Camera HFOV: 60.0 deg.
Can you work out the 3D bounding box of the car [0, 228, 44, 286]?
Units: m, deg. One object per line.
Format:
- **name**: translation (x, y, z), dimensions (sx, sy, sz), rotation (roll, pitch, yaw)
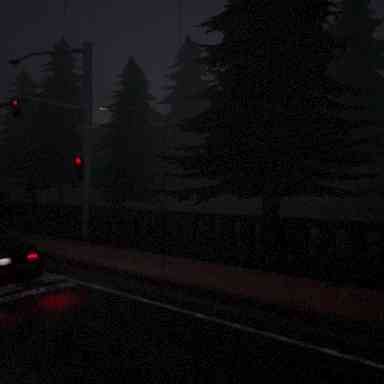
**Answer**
- **car**: translation (-5.801, 1.406, 8.114), dimensions (5.357, 1.411, 2.033), rotation (1, 1, 36)
